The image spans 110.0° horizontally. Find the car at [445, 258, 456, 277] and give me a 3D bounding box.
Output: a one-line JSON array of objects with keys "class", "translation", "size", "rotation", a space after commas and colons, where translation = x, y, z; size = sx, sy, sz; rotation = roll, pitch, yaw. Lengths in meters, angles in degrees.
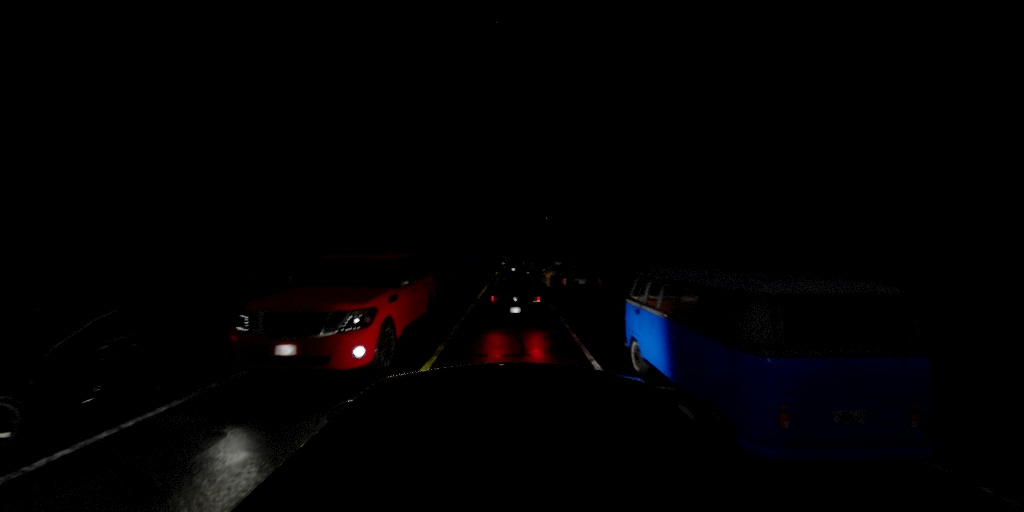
[{"class": "car", "translation": [-5.753, 1.045, 27.329], "size": [1.948, 1.339, 4.313], "rotation": [0, 0, 0]}]

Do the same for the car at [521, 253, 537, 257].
[{"class": "car", "translation": [2.781, 0.559, 49.880], "size": [2.192, 1.841, 5.009], "rotation": [0, 0, 0]}]

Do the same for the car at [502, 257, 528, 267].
[{"class": "car", "translation": [0.111, 1.011, 30.500], "size": [1.994, 1.385, 4.181], "rotation": [0, 1, 0]}]

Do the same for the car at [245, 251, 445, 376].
[{"class": "car", "translation": [-3.097, 0.908, 7.670], "size": [2.150, 2.045, 5.566], "rotation": [0, 1, 0]}]

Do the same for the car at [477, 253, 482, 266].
[{"class": "car", "translation": [-5.744, 0.683, 49.874], "size": [1.967, 1.591, 4.097], "rotation": [0, 0, 0]}]

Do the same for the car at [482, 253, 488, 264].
[{"class": "car", "translation": [-5.739, 0.565, 61.147], "size": [1.967, 1.591, 4.097], "rotation": [0, 0, 0]}]

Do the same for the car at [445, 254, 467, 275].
[{"class": "car", "translation": [-5.751, 0.735, 32.965], "size": [2.192, 1.841, 5.009], "rotation": [0, 0, 0]}]

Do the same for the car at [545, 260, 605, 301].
[{"class": "car", "translation": [2.767, 1.039, 16.064], "size": [1.967, 1.591, 4.097], "rotation": [0, 0, 0]}]

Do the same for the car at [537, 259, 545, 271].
[{"class": "car", "translation": [2.769, 1.066, 21.870], "size": [1.751, 1.417, 4.829], "rotation": [0, 0, 0]}]

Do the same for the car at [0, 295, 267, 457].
[{"class": "car", "translation": [-5.763, 1.282, 4.783], "size": [1.948, 1.339, 4.313], "rotation": [0, 0, 0]}]

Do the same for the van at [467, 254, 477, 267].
[{"class": "van", "translation": [-5.746, 0.643, 44.238], "size": [1.690, 1.789, 3.998], "rotation": [0, 0, 0]}]

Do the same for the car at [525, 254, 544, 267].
[{"class": "car", "translation": [2.776, 0.803, 38.607], "size": [1.967, 1.591, 4.097], "rotation": [0, 0, 0]}]

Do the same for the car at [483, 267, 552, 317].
[{"class": "car", "translation": [0.104, 1.237, 12.485], "size": [1.895, 1.301, 4.718], "rotation": [0, 1, 0]}]

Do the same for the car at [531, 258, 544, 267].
[{"class": "car", "translation": [2.772, 1.032, 27.336], "size": [2.007, 1.370, 4.403], "rotation": [0, 0, 0]}]

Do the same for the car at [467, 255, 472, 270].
[{"class": "car", "translation": [-5.749, 0.906, 38.601], "size": [1.888, 1.381, 4.507], "rotation": [0, 0, 0]}]

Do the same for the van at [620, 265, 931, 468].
[{"class": "van", "translation": [2.762, 1.059, 4.792], "size": [1.690, 1.789, 3.998], "rotation": [0, 0, 0]}]
